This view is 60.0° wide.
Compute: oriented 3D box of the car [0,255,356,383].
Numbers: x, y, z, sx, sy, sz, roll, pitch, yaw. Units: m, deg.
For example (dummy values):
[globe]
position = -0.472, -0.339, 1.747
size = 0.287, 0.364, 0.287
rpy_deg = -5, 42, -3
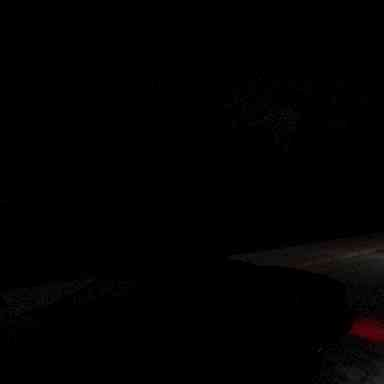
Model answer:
[car]
position = -0.192, 1.547, 3.881
size = 5.357, 1.411, 2.033
rpy_deg = 0, 0, -37
